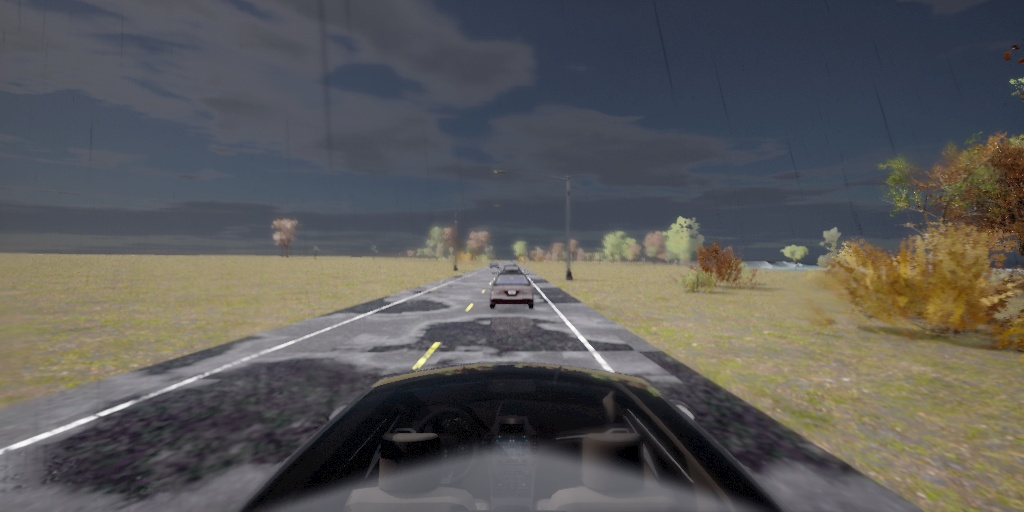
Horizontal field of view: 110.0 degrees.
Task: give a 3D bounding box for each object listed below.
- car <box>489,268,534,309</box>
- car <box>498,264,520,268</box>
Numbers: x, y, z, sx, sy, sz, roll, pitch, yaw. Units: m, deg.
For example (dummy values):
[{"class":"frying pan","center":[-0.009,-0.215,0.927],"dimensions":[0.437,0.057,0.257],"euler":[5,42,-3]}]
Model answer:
[{"class":"car","center":[-0.006,1.431,15.850],"dimensions":[2.033,1.411,5.357],"euler":[0,-1,0]},{"class":"car","center":[-0.012,1.534,31.153],"dimensions":[1.837,1.490,4.892],"euler":[0,0,0]}]
